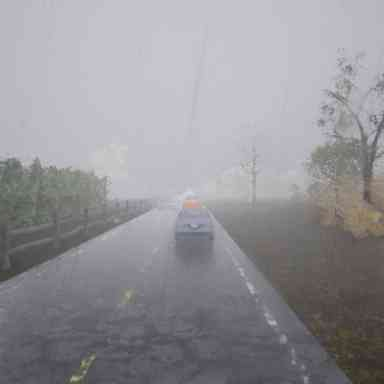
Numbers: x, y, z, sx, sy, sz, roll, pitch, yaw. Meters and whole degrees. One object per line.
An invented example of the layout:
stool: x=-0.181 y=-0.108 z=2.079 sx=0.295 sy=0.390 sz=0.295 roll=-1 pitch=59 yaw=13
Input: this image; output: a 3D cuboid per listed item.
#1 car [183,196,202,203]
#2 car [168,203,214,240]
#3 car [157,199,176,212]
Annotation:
car: x=0.068 y=1.190 z=38.269 sx=2.097 sy=1.767 sz=4.553 roll=0 pitch=0 yaw=0
car: x=0.092 y=1.484 z=16.605 sx=2.033 sy=1.411 sz=5.357 roll=0 pitch=0 yaw=0
car: x=-2.777 y=1.444 z=37.297 sx=1.895 sy=1.301 sz=4.718 roll=0 pitch=0 yaw=0
